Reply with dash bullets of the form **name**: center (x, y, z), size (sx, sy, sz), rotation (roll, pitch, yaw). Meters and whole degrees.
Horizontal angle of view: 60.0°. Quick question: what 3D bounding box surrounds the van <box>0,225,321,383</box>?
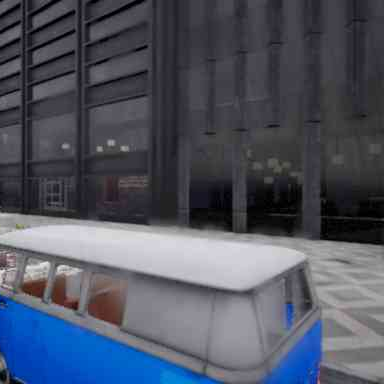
- **van**: center (-0.737, 1.325, 3.488), size (3.998, 1.788, 1.690), rotation (0, 0, 35)
